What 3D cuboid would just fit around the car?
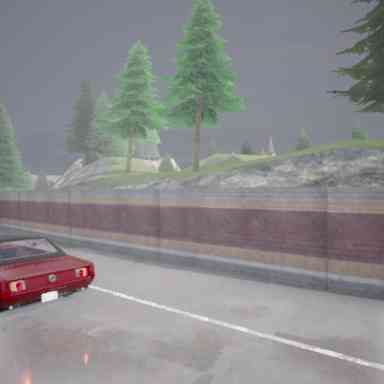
[{"bbox_3d":[-4.307,1.615,7.447,4.718,1.301,1.895,0,0,39],"label":"car"}]
